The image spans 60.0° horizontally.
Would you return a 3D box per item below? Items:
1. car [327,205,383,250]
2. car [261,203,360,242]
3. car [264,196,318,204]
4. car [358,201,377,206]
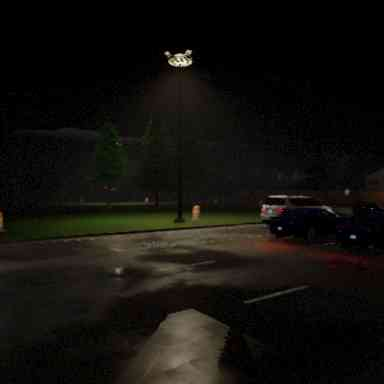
[{"bbox_3d":[7.968,1.512,13.727,5.008,1.535,1.882,0,0,-35],"label":"car"},{"bbox_3d":[6.025,1.513,16.640,5.008,1.535,1.882,0,0,-35],"label":"car"},{"bbox_3d":[6.915,1.263,21.642,5.566,2.045,2.150,1,0,-35],"label":"car"},{"bbox_3d":[18.032,1.647,34.506,1.994,1.385,4.181,0,0,12],"label":"car"}]
